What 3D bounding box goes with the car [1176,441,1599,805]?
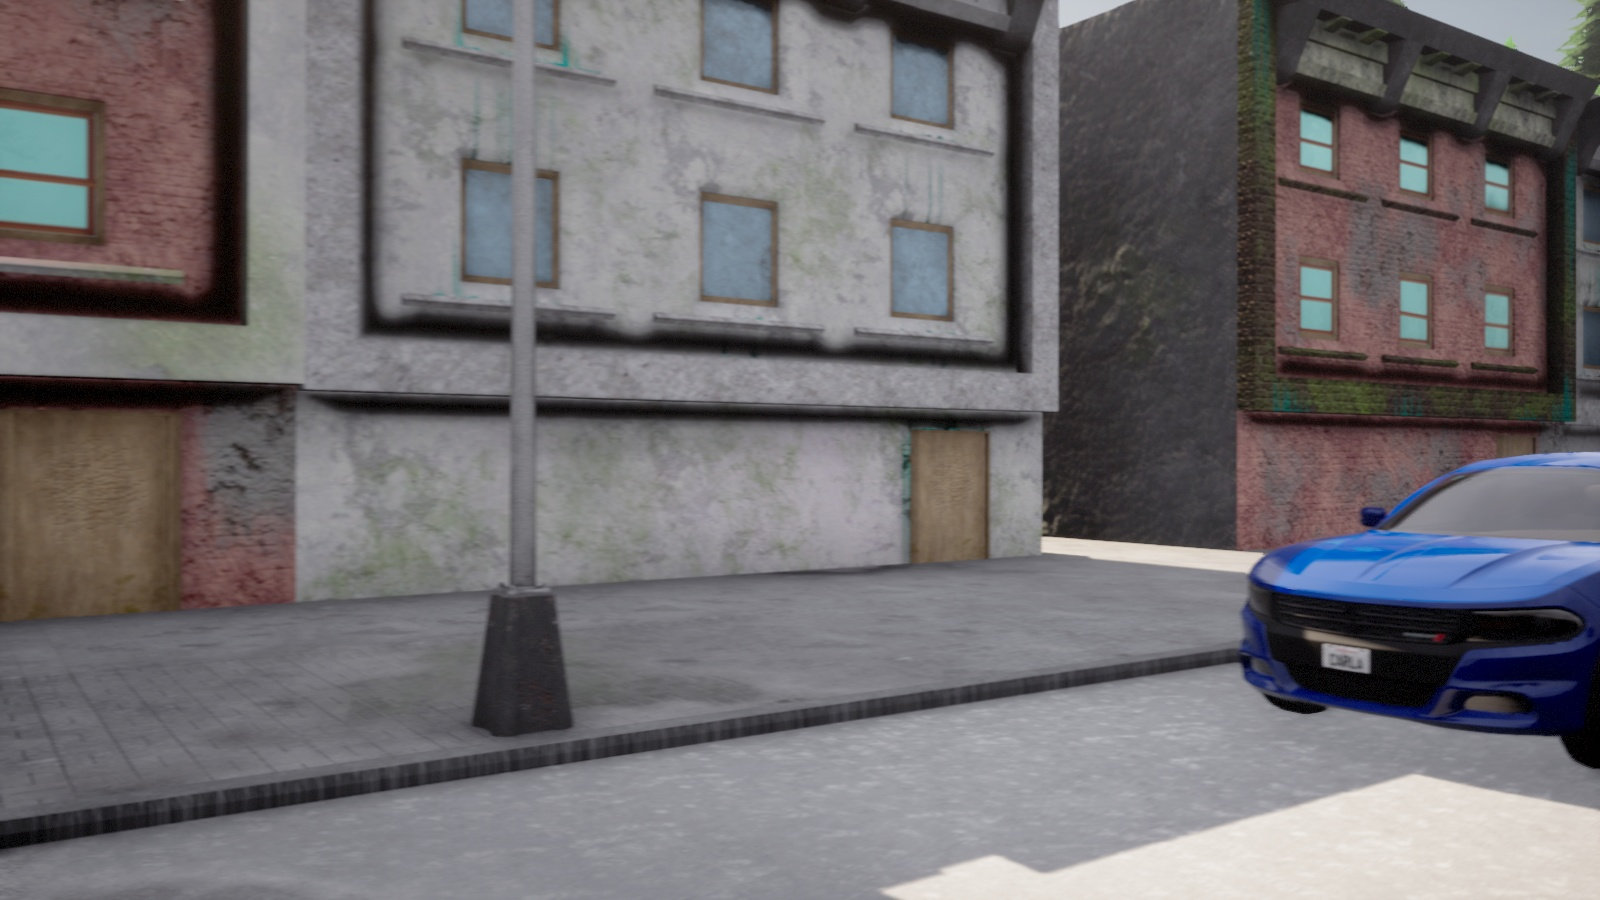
[{"bbox_3d":[4.643,0.731,7.508,5.008,1.535,1.882,0,0,-35],"label":"car"}]
